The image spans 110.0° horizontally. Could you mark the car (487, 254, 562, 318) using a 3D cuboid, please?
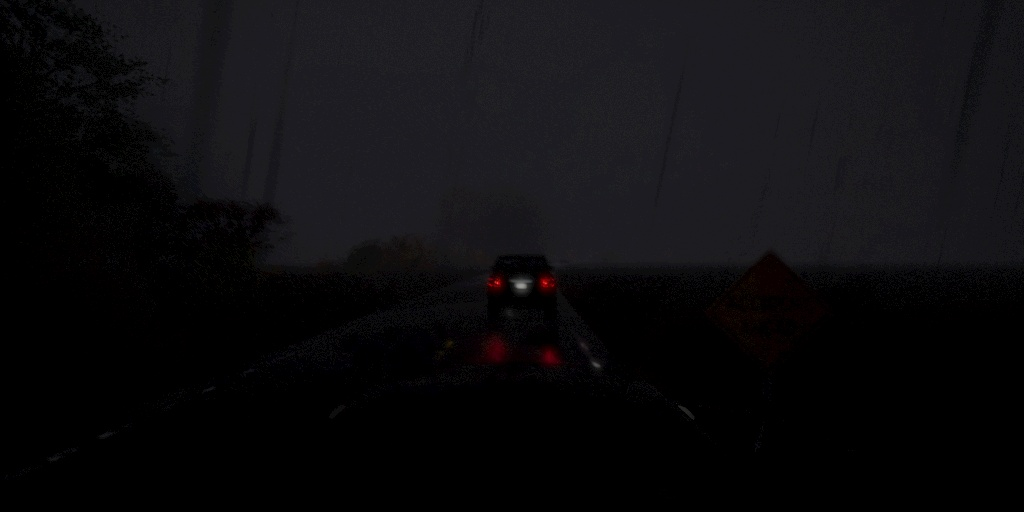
[{"bbox_3d":[0.393,0.943,12.959,2.150,2.045,5.566,0,0,2],"label":"car"}]

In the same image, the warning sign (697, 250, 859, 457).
[{"bbox_3d":[2.655,0.864,3.738,1.300,1.860,1.060,0,0,1],"label":"warning sign"}]

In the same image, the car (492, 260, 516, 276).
[{"bbox_3d":[-0.750,1.177,37.011,1.812,1.442,4.674,0,0,7],"label":"car"}]
